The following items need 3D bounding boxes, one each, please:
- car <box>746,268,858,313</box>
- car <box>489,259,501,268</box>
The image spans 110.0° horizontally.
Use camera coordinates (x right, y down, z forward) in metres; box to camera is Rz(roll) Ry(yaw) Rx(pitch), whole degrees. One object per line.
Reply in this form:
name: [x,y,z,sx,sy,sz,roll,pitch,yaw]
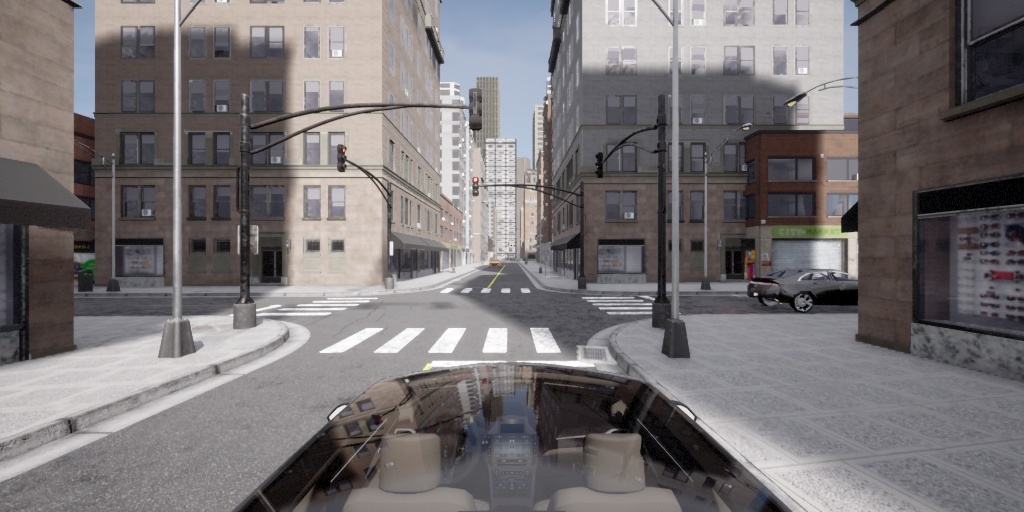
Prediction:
car: [11.431,1.209,13.251,4.902,1.511,2.128,0,0,0]
car: [-2.978,1.207,62.939,1.882,1.535,5.008,0,0,0]
